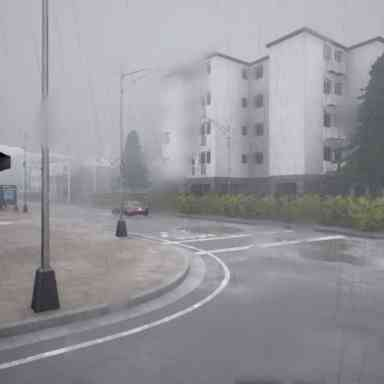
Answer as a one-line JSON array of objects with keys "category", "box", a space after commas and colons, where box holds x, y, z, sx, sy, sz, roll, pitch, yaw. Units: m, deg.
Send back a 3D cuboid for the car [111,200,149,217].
[{"category": "car", "box": [-5.447, 1.388, 28.796, 1.994, 1.385, 4.181, 0, 0, -36]}]
